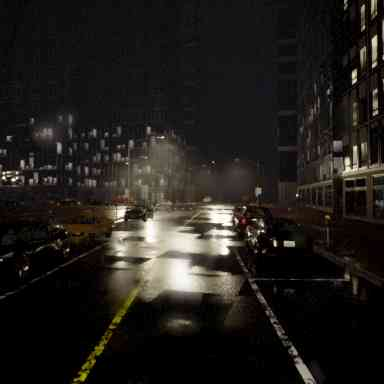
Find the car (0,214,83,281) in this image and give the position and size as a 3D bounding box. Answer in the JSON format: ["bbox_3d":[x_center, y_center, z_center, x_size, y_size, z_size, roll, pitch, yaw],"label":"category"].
[{"bbox_3d":[-5.123,1.575,9.990,1.947,1.339,4.313,1,0,2],"label":"car"}]

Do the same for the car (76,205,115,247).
[{"bbox_3d":[-4.894,1.540,15.314,1.752,1.417,4.829,1,0,3],"label":"car"}]

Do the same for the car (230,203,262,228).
[{"bbox_3d":[3.650,1.557,23.235,1.887,1.381,4.507,1,0,5],"label":"car"}]

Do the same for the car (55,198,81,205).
[{"bbox_3d":[-23.983,1.883,64.425,4.403,1.369,2.008,0,-1,15],"label":"car"}]

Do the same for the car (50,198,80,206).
[{"bbox_3d":[-20.660,1.696,55.345,4.403,1.369,2.008,0,-1,15],"label":"car"}]

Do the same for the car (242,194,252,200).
[{"bbox_3d":[12.553,1.440,76.074,2.192,1.841,5.009,1,0,15],"label":"car"}]

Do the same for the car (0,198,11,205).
[{"bbox_3d":[-40.170,1.990,68.860,4.403,1.369,2.008,0,-1,15],"label":"car"}]

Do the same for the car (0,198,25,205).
[{"bbox_3d":[-31.447,1.767,58.300,4.403,1.369,2.008,0,-1,15],"label":"car"}]

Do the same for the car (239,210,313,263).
[{"bbox_3d":[2.973,1.571,11.925,1.947,1.339,4.313,1,0,2],"label":"car"}]

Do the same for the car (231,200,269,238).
[{"bbox_3d":[3.264,1.449,17.605,1.967,1.590,4.097,1,0,4],"label":"car"}]

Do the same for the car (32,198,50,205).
[{"bbox_3d":[-29.542,1.894,65.948,4.829,1.417,1.752,0,-1,15],"label":"car"}]

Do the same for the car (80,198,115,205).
[{"bbox_3d":[-15.267,1.675,53.867,4.313,1.339,1.947,0,-1,15],"label":"car"}]

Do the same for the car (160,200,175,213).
[{"bbox_3d":[-3.007,1.595,37.172,2.008,1.369,4.403,1,0,7],"label":"car"}]

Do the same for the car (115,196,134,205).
[{"bbox_3d":[-13.192,1.575,61.473,5.009,1.841,2.192,0,-1,15],"label":"car"}]

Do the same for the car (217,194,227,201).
[{"bbox_3d":[8.107,1.530,89.920,2.192,1.841,5.009,1,0,16],"label":"car"}]

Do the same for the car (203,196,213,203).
[{"bbox_3d":[3.554,1.675,73.829,1.752,1.417,4.829,1,0,14],"label":"car"}]

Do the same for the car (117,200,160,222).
[{"bbox_3d":[-4.131,1.578,26.414,2.008,1.369,4.403,1,0,5],"label":"car"}]
